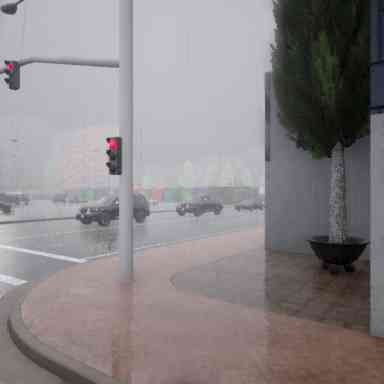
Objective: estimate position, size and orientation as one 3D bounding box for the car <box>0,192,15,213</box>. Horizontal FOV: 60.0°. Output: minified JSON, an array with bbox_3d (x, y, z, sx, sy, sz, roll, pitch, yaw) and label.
[{"bbox_3d":[-20.102,1.156,33.640,3.866,1.878,1.905,0,0,35],"label":"car"}]

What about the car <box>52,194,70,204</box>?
[{"bbox_3d":[-23.069,1.153,59.788,4.605,1.855,1.932,0,0,35],"label":"car"}]

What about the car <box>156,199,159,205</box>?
[{"bbox_3d":[-7.087,1.395,52.017,3.806,1.475,1.970,0,0,35],"label":"car"}]

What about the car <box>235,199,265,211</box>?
[{"bbox_3d":[7.242,1.547,40.599,2.033,1.411,5.357,0,0,37],"label":"car"}]

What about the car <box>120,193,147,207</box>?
[{"bbox_3d":[-8.772,1.156,49.662,3.866,1.878,1.905,0,0,35],"label":"car"}]

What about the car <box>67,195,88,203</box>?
[{"bbox_3d":[-21.340,1.364,62.113,3.905,1.438,1.784,0,0,35],"label":"car"}]

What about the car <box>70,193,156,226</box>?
[{"bbox_3d":[-5.430,1.221,23.684,2.150,2.045,5.566,0,0,36],"label":"car"}]

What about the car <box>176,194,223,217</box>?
[{"bbox_3d":[0.841,1.221,32.086,2.150,2.045,5.566,0,0,37],"label":"car"}]
